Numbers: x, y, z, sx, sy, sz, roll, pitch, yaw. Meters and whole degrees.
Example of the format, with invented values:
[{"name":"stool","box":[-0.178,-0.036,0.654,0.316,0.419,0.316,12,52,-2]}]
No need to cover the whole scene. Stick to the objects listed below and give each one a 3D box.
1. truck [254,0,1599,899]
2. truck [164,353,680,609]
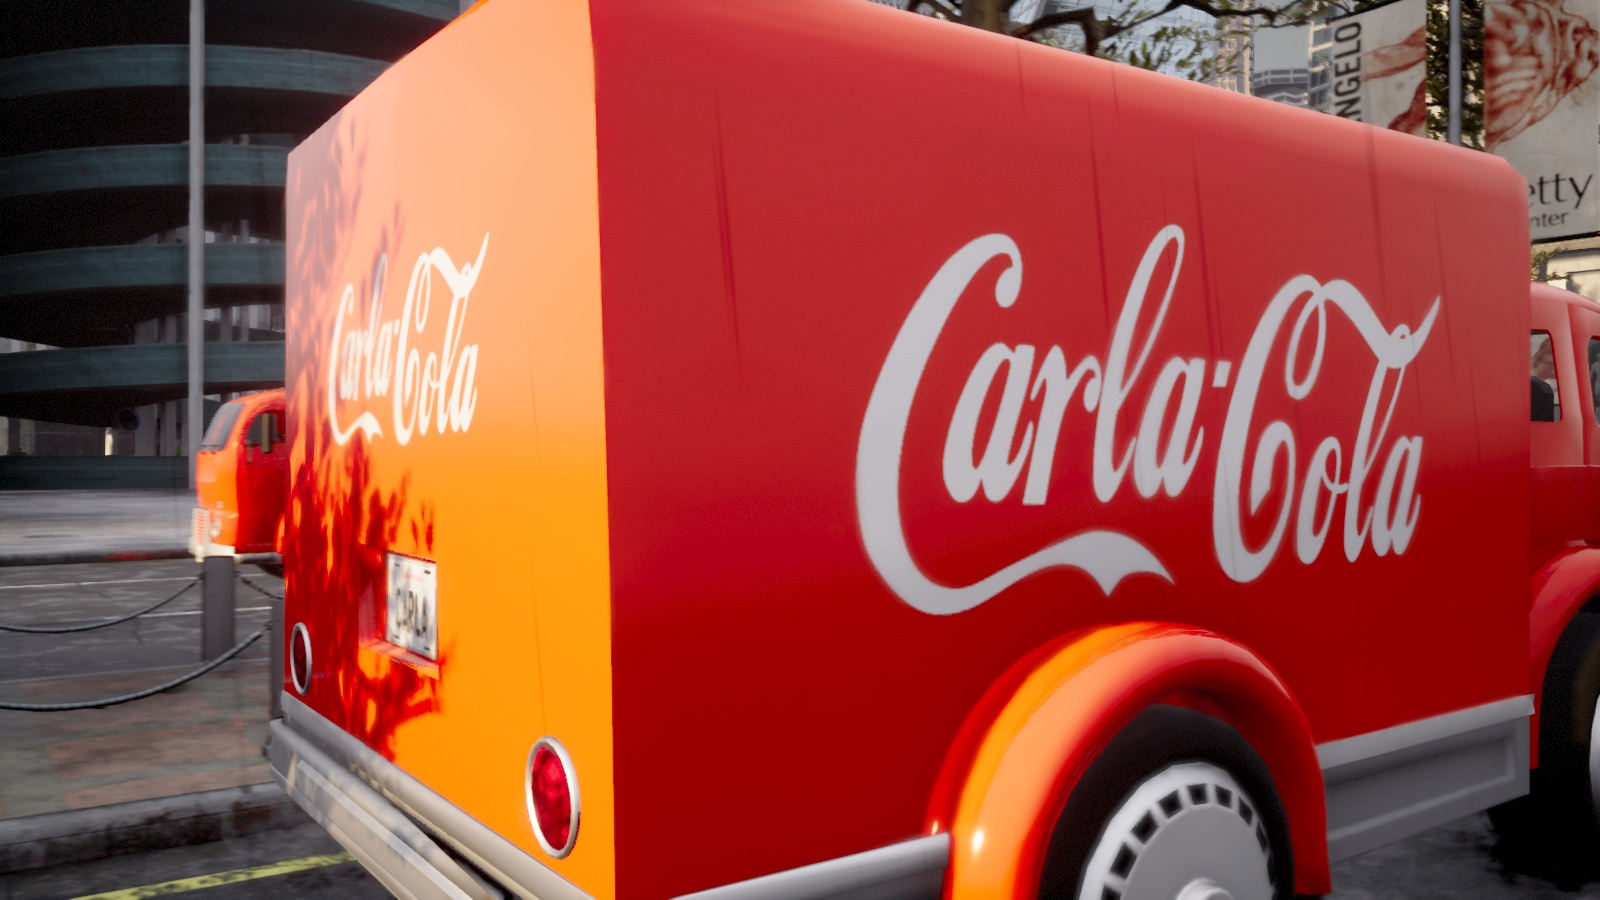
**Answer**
[{"name":"truck","box":[1.130,0.267,4.447,5.204,2.467,2.627,0,0,-35]},{"name":"truck","box":[-4.331,0.303,14.656,5.204,2.467,2.627,0,0,-35]}]
